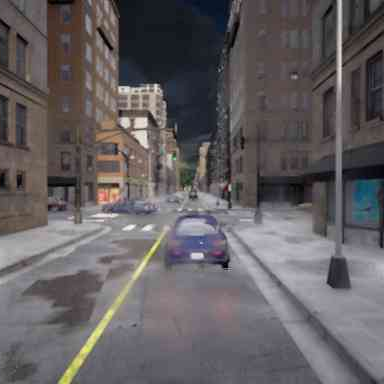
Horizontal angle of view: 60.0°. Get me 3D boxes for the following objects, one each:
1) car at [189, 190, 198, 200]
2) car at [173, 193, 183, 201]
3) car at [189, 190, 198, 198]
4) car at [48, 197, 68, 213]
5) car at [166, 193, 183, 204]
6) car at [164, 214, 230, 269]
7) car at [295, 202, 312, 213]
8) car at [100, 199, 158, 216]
[{"bbox_3d":[0.272,0.866,74.399,1.882,1.535,5.008,0,1,0],"label":"car"},{"bbox_3d":[-2.768,0.983,66.941,1.812,1.442,4.674,0,1,1],"label":"car"},{"bbox_3d":[0.309,0.408,84.844,2.150,2.045,5.566,0,1,0],"label":"car"},{"bbox_3d":[-14.483,1.173,32.562,4.097,1.590,1.967,0,1,1],"label":"car"},{"bbox_3d":[-2.890,1.088,50.836,2.128,1.511,4.902,0,0,1],"label":"car"},{"bbox_3d":[0.137,1.443,10.743,1.812,1.442,4.674,0,0,0],"label":"car"},{"bbox_3d":[12.539,1.267,32.183,4.829,1.417,1.752,0,1,1],"label":"car"},{"bbox_3d":[-5.590,1.317,29.327,5.357,1.411,2.033,0,0,31],"label":"car"}]
